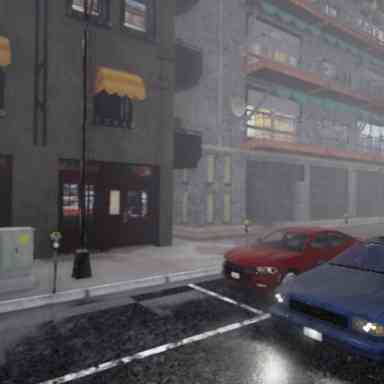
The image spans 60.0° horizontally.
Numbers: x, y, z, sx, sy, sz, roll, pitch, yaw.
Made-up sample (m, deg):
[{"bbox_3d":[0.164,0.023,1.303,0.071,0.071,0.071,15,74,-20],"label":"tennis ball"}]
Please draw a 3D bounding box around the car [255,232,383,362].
[{"bbox_3d":[3.842,1.575,6.108,5.357,1.411,2.033,0,0,-35],"label":"car"}]

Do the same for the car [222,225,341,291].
[{"bbox_3d":[2.780,1.575,8.532,4.507,1.381,1.887,0,0,-35],"label":"car"}]
